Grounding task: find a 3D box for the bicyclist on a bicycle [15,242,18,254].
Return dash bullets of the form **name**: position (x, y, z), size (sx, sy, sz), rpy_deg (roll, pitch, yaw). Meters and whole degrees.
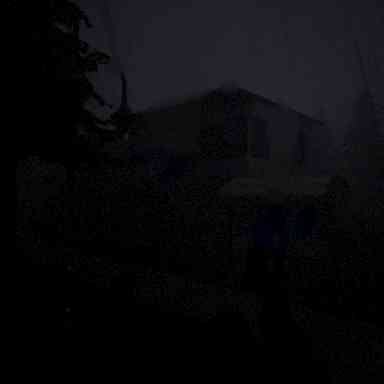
- **bicyclist on a bicycle**: position (-6.512, 1.424, 10.752), size (1.656, 1.620, 0.582), rpy_deg (2, -1, -43)
